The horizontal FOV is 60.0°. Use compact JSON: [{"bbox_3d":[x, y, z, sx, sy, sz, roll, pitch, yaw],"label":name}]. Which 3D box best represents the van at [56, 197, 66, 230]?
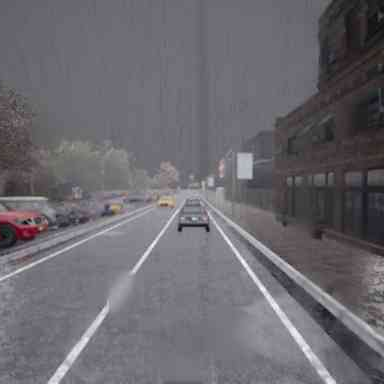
[{"bbox_3d":[-9.234,1.251,17.148,4.442,1.987,1.878,0,0,0],"label":"van"}]

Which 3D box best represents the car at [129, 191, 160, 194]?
[{"bbox_3d":[-9.535,1.130,65.644,5.366,1.575,1.946,0,0,0],"label":"car"}]

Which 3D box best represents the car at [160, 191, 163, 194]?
[{"bbox_3d":[-9.320,1.107,71.294,5.008,1.535,2.097,0,0,0],"label":"car"}]

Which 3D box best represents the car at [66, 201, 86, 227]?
[{"bbox_3d":[-9.333,1.470,20.056,4.892,1.521,2.231,0,0,0],"label":"car"}]

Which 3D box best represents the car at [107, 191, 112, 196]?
[{"bbox_3d":[-21.828,1.109,76.853,4.792,1.488,2.163,0,0,0],"label":"car"}]

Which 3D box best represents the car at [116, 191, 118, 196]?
[{"bbox_3d":[-21.816,1.050,82.511,5.008,1.535,2.097,0,0,0],"label":"car"}]

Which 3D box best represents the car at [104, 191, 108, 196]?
[{"bbox_3d":[-21.846,1.122,74.029,4.792,1.488,2.163,0,0,0],"label":"car"}]

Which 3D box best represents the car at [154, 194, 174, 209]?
[{"bbox_3d":[-3.340,1.336,42.798,1.882,1.535,5.008,0,0,0],"label":"car"}]

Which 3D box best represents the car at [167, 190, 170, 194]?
[{"bbox_3d":[-9.188,0.893,91.093,5.008,1.535,2.097,0,1,0],"label":"car"}]

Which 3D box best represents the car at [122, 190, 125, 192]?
[{"bbox_3d":[-21.797,0.921,91.118,4.792,1.488,2.163,0,1,0],"label":"car"}]

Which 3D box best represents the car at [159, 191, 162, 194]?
[{"bbox_3d":[-9.327,1.120,68.469,5.008,1.535,2.097,0,0,0],"label":"car"}]

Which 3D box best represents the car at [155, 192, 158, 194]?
[{"bbox_3d":[-9.369,1.186,62.817,4.674,1.452,2.002,0,0,0],"label":"car"}]

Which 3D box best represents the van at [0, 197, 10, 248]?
[{"bbox_3d":[-9.252,1.265,11.706,4.442,1.987,1.878,0,0,0],"label":"van"}]

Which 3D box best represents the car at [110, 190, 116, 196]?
[{"bbox_3d":[-21.811,0.815,79.675,5.566,2.045,2.435,0,0,0],"label":"car"}]

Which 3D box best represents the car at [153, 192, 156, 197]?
[{"bbox_3d":[-9.387,1.199,59.992,4.674,1.452,2.002,0,0,0],"label":"car"}]

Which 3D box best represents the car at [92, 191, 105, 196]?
[{"bbox_3d":[-21.899,1.106,71.330,4.892,1.521,2.231,0,0,0],"label":"car"}]

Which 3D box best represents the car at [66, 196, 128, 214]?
[{"bbox_3d":[-9.116,1.435,31.189,5.366,1.575,1.946,0,0,0],"label":"car"}]

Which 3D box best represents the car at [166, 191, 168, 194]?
[{"bbox_3d":[-9.231,1.054,85.436,4.674,1.452,2.002,0,1,0],"label":"car"}]

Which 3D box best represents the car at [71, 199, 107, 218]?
[{"bbox_3d":[-9.323,1.494,25.623,4.674,1.452,2.002,0,0,0],"label":"car"}]

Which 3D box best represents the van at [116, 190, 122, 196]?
[{"bbox_3d":[-21.665,0.729,88.285,4.442,1.987,1.878,0,1,0],"label":"van"}]

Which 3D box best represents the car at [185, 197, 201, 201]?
[{"bbox_3d":[0.098,1.356,41.703,2.128,1.511,4.902,0,0,0],"label":"car"}]

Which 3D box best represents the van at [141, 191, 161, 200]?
[{"bbox_3d":[-9.397,0.855,76.945,4.442,1.987,1.878,0,0,0],"label":"van"}]

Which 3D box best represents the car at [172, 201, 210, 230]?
[{"bbox_3d":[0.100,1.487,20.336,2.033,1.411,5.357,0,0,0],"label":"car"}]

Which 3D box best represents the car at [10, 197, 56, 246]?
[{"bbox_3d":[-9.331,1.232,14.489,5.566,2.045,2.435,0,0,0],"label":"car"}]

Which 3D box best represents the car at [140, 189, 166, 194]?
[{"bbox_3d":[-9.269,0.843,74.119,5.566,2.045,2.435,0,0,0],"label":"car"}]

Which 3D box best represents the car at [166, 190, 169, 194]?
[{"bbox_3d":[-9.208,0.996,88.269,4.674,1.452,2.002,0,1,0],"label":"car"}]

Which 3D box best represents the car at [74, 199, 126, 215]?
[{"bbox_3d":[-9.307,1.471,33.831,4.674,1.452,2.002,-1,0,1],"label":"car"}]

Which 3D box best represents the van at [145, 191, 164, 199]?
[{"bbox_3d":[-9.363,0.826,82.475,4.442,1.987,1.878,0,1,0],"label":"van"}]

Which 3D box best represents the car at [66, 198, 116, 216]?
[{"bbox_3d":[-9.340,1.475,28.406,4.792,1.488,2.163,0,0,0],"label":"car"}]

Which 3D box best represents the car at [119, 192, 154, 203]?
[{"bbox_3d":[-9.431,1.202,57.165,4.792,1.488,2.163,0,0,0],"label":"car"}]

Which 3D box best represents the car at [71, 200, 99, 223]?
[{"bbox_3d":[-9.301,1.491,22.840,4.792,1.488,2.163,0,0,0],"label":"car"}]
